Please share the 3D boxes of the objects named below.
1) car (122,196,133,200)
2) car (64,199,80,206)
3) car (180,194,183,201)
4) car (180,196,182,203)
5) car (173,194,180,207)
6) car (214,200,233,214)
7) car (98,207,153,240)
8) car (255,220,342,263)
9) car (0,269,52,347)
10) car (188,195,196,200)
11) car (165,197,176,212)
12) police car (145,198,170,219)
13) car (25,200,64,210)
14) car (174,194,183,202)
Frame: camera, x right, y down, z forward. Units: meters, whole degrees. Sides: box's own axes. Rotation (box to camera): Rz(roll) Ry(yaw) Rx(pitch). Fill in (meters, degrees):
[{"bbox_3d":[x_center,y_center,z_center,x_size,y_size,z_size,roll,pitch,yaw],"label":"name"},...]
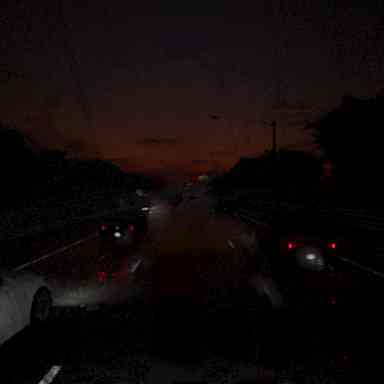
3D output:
[{"bbox_3d":[-14.026,1.645,72.446,1.882,1.535,5.008,0,0,0],"label":"car"},{"bbox_3d":[-17.580,1.764,47.891,1.994,1.385,4.181,0,0,0],"label":"car"},{"bbox_3d":[-3.527,1.669,75.288,2.033,1.649,4.856,0,0,0],"label":"car"},{"bbox_3d":[-3.523,1.790,64.287,1.994,1.385,4.181,0,0,0],"label":"car"},{"bbox_3d":[-3.519,1.563,53.256,2.097,1.767,4.553,0,0,0],"label":"car"},{"bbox_3d":[3.586,1.674,38.440,2.128,1.511,4.902,0,0,0],"label":"car"},{"bbox_3d":[-3.405,1.699,17.492,1.895,1.301,4.718,0,0,0],"label":"car"},{"bbox_3d":[3.596,1.671,12.271,1.895,1.301,4.718,0,0,0],"label":"car"},{"bbox_3d":[-3.401,1.549,4.021,1.812,1.442,4.674,0,-1,0],"label":"car"},{"bbox_3d":[-0.034,1.611,94.868,1.837,1.490,4.892,0,0,0],"label":"car"},{"bbox_3d":[-3.515,1.739,42.285,2.033,1.411,5.357,0,0,0],"label":"car"},{"bbox_3d":[-3.511,1.664,31.286,2.038,1.542,4.974,0,0,0],"label":"police car"},{"bbox_3d":[-14.101,1.722,31.376,1.994,1.385,4.181,0,0,0],"label":"car"},{"bbox_3d":[-3.531,1.463,86.318,2.150,2.045,5.566,0,0,0],"label":"car"}]
